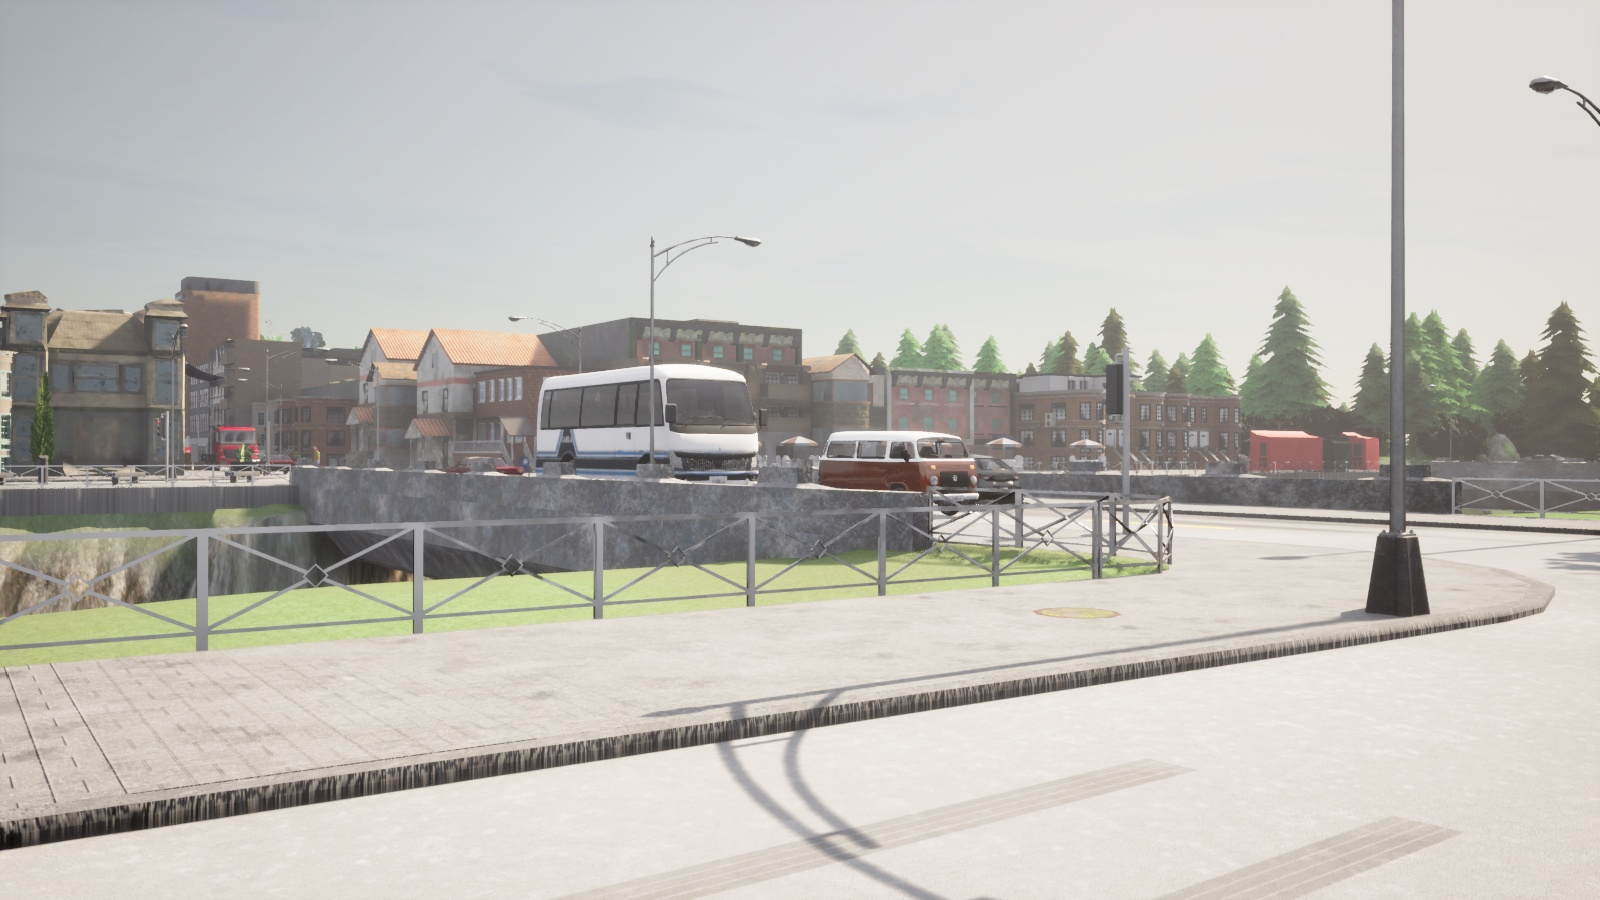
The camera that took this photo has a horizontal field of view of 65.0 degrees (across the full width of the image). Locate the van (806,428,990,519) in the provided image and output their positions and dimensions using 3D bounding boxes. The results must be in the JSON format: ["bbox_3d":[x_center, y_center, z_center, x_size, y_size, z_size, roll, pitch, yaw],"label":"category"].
[{"bbox_3d":[2.286,0.538,30.458,2.069,2.038,4.480,0,0,-35],"label":"van"}]

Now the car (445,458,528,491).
[{"bbox_3d":[-13.216,1.002,52.739,1.895,1.301,4.718,0,0,-34],"label":"car"}]

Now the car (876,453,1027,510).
[{"bbox_3d":[4.132,0.835,34.806,1.816,1.474,4.193,0,0,-35],"label":"car"}]

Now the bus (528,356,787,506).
[{"bbox_3d":[-4.950,-0.521,40.842,3.944,4.253,10.273,0,0,-35],"label":"bus"}]

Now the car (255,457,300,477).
[{"bbox_3d":[-34.913,1.124,83.837,1.895,1.301,4.718,0,0,-34],"label":"car"}]
